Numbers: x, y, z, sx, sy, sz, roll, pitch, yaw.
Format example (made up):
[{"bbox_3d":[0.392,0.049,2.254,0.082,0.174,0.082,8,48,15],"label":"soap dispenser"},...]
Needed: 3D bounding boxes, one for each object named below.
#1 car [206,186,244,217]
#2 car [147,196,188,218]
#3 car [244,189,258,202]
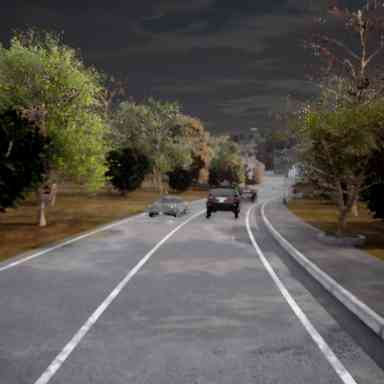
[{"bbox_3d":[2.351,0.587,23.643,2.150,2.045,5.566,1,2,10],"label":"car"},{"bbox_3d":[-1.567,0.955,22.721,1.895,1.301,4.718,1,2,10],"label":"car"},{"bbox_3d":[7.079,0.391,41.707,2.128,1.511,4.902,2,2,18],"label":"car"}]
